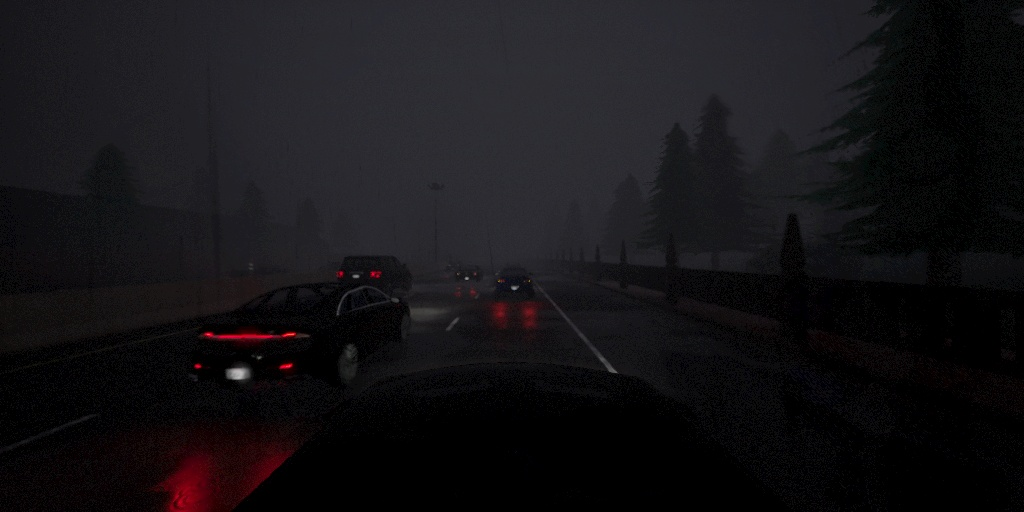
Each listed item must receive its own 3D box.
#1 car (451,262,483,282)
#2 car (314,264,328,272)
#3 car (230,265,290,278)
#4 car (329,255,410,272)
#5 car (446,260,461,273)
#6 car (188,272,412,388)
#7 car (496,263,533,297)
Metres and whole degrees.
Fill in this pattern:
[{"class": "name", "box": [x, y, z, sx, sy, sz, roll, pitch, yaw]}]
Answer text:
[{"class": "car", "box": [-3.383, 1.379, 29.103, 1.895, 1.301, 4.718, 0, 0, 0]}, {"class": "car", "box": [-13.995, 1.272, 28.769, 2.128, 1.511, 4.902, 0, 0, 0]}, {"class": "car", "box": [-20.983, 1.382, 30.063, 1.895, 1.301, 4.718, 0, 0, 0]}, {"class": "car", "box": [-6.889, 0.990, 18.510, 2.150, 2.045, 5.566, 0, 0, 0]}, {"class": "car", "box": [-6.874, 1.286, 44.011, 2.128, 1.511, 4.902, 0, 0, 0]}, {"class": "car", "box": [-3.395, 1.247, 6.874, 2.128, 1.511, 4.902, 0, 0, 0]}, {"class": "car", "box": [0.112, 1.293, 18.904, 1.812, 1.442, 4.674, 0, 0, 0]}]
